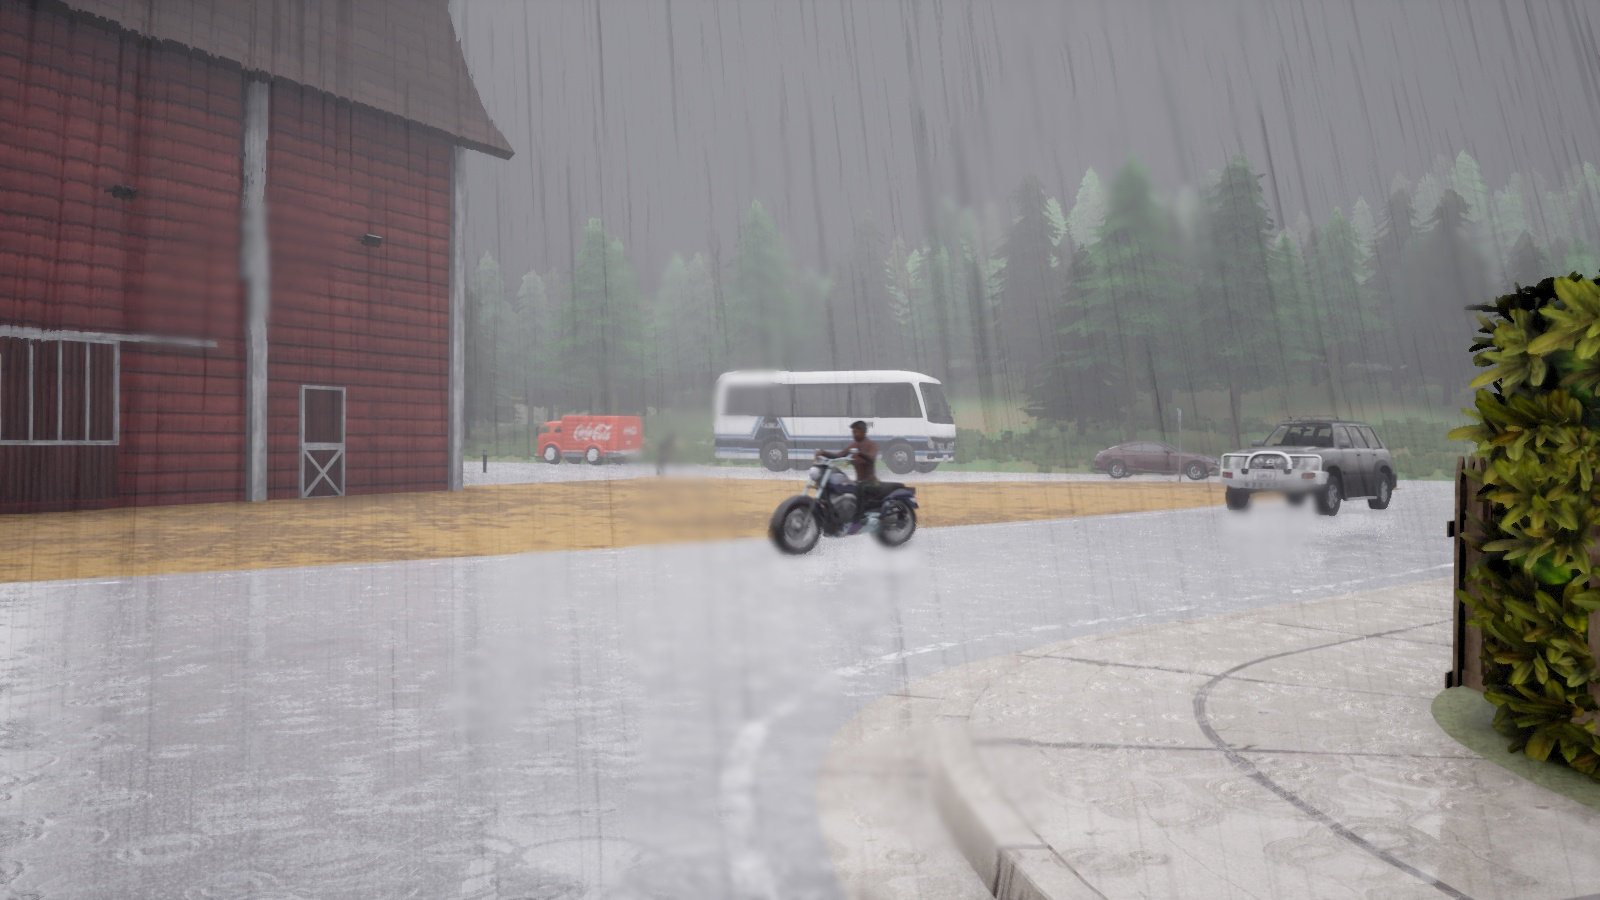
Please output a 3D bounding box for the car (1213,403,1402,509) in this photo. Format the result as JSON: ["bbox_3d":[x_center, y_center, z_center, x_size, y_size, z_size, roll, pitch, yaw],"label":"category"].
[{"bbox_3d":[9.945,0.090,24.426,1.932,1.855,4.605,0,0,42],"label":"car"}]

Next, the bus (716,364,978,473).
[{"bbox_3d":[1.927,-1.214,52.817,10.273,4.253,3.944,0,1,26],"label":"bus"}]

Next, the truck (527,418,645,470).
[{"bbox_3d":[-10.708,-0.288,62.821,5.204,2.467,2.627,0,1,26],"label":"truck"}]

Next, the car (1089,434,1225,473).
[{"bbox_3d":[13.419,0.126,47.281,4.674,1.442,1.812,0,1,26],"label":"car"}]

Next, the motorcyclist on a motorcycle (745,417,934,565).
[{"bbox_3d":[0.511,0.436,15.037,2.350,1.649,0.766,-1,1,-42],"label":"motorcyclist on a motorcycle"}]

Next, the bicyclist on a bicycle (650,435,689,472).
[{"bbox_3d":[-5.874,0.157,56.603,1.656,1.620,0.582,0,1,26],"label":"bicyclist on a bicycle"}]
